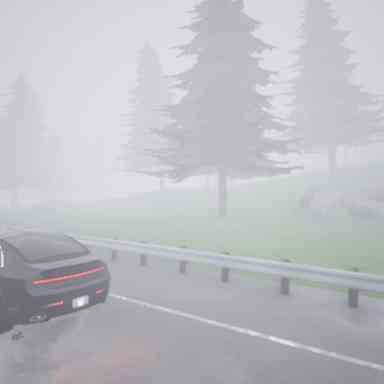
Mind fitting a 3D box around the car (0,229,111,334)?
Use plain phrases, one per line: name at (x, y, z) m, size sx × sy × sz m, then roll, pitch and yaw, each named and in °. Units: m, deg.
car at (-3.737, 1.533, 6.836) m, size 4.892 × 1.490 × 1.837 m, roll 0°, pitch 0°, yaw 37°
